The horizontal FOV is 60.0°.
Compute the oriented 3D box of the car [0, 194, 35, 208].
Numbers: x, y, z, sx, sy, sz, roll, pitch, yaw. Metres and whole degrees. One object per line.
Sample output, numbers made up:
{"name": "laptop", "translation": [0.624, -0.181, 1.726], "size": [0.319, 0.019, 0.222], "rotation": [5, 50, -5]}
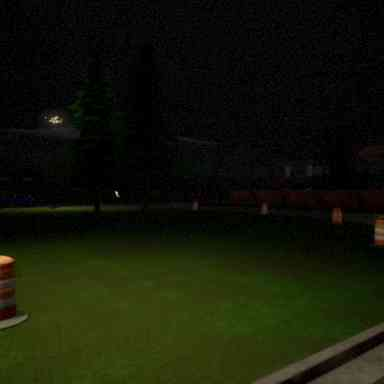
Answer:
{"name": "car", "translation": [-25.925, 1.236, 48.286], "size": [5.566, 2.045, 2.150], "rotation": [0, 0, -36]}
